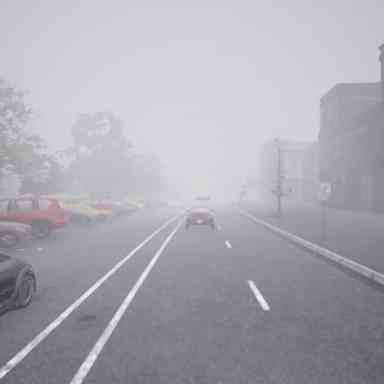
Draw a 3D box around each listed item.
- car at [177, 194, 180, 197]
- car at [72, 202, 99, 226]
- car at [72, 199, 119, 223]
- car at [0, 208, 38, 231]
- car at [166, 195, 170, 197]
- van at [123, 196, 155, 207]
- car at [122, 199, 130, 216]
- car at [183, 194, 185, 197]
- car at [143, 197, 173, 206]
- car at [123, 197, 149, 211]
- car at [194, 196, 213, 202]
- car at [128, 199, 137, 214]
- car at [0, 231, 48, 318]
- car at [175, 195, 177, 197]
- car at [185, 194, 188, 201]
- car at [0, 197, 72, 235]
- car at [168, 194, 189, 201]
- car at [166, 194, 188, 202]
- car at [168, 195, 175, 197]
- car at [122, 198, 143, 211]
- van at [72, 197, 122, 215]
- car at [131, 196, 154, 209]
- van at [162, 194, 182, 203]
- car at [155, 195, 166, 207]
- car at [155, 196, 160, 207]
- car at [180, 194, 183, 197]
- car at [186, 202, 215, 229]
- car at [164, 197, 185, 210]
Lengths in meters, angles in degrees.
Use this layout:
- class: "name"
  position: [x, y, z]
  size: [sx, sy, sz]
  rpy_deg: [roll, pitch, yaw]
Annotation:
- class: "car"
  position: [-5.675, 1.698, 73.185]
  size: [4.553, 1.767, 2.185]
  rpy_deg: [-1, 0, -15]
- class: "car"
  position: [-9.031, 1.643, 22.870]
  size: [4.674, 1.452, 2.002]
  rpy_deg: [-1, -1, -18]
- class: "car"
  position: [-8.744, 1.617, 25.897]
  size: [5.366, 1.575, 1.946]
  rpy_deg: [-1, -1, -18]
- class: "car"
  position: [-9.290, 1.591, 13.963]
  size: [4.674, 1.452, 2.002]
  rpy_deg: [-1, -1, -19]
- class: "car"
  position: [-6.946, 1.805, 58.418]
  size: [4.892, 1.521, 2.231]
  rpy_deg: [-1, -1, -15]
- class: "van"
  position: [-7.941, 1.533, 46.528]
  size: [4.442, 1.987, 1.878]
  rpy_deg: [-1, 0, -16]
- class: "car"
  position: [-8.664, 1.704, 31.772]
  size: [4.674, 1.452, 2.002]
  rpy_deg: [-1, 0, -18]
- class: "car"
  position: [-5.154, 1.569, 79.081]
  size: [5.566, 2.045, 2.435]
  rpy_deg: [-1, 0, -15]
- class: "car"
  position: [-6.609, 1.817, 64.290]
  size: [5.366, 1.575, 1.946]
  rpy_deg: [-1, 0, -15]
- class: "car"
  position: [-8.379, 1.723, 40.580]
  size: [5.366, 1.575, 1.946]
  rpy_deg: [-1, 0, -17]
- class: "car"
  position: [1.409, 1.452, 40.895]
  size: [2.150, 2.045, 5.566]
  rpy_deg: [0, 0, 4]
- class: "car"
  position: [-8.500, 1.725, 34.722]
  size: [4.674, 1.452, 2.002]
  rpy_deg: [0, -1, -17]
- class: "car"
  position: [-4.191, 1.584, 5.129]
  size: [1.994, 1.385, 4.181]
  rpy_deg: [0, 0, 1]
- class: "car"
  position: [-6.194, 1.851, 67.280]
  size: [4.792, 1.488, 2.163]
  rpy_deg: [-1, 0, -15]
- class: "car"
  position: [-4.167, 1.797, 87.998]
  size: [5.366, 1.575, 1.946]
  rpy_deg: [-1, 0, -15]
- class: "car"
  position: [-9.243, 1.317, 16.919]
  size: [5.566, 2.045, 2.435]
  rpy_deg: [-1, 0, -19]
- class: "car"
  position: [-3.842, 1.537, 93.817]
  size: [5.566, 2.045, 2.435]
  rpy_deg: [-1, 0, -15]
- class: "car"
  position: [-4.054, 1.543, 90.896]
  size: [5.566, 2.045, 2.435]
  rpy_deg: [-1, 0, -15]
- class: "car"
  position: [-6.510, 1.806, 61.429]
  size: [5.366, 1.575, 1.946]
  rpy_deg: [-1, -1, -15]
- class: "car"
  position: [-8.359, 1.745, 37.667]
  size: [4.674, 1.452, 2.002]
  rpy_deg: [-1, 0, -17]
- class: "van"
  position: [-8.692, 1.416, 28.846]
  size: [4.442, 1.987, 1.878]
  rpy_deg: [-1, -1, -18]
- class: "car"
  position: [-8.013, 1.741, 43.597]
  size: [5.008, 1.535, 2.097]
  rpy_deg: [-1, 0, -17]
- class: "van"
  position: [-4.973, 1.591, 82.002]
  size: [4.442, 1.987, 1.878]
  rpy_deg: [-1, 0, -15]
- class: "car"
  position: [-7.150, 1.669, 55.462]
  size: [4.553, 1.767, 2.185]
  rpy_deg: [-1, 0, -16]
- class: "car"
  position: [-7.623, 1.811, 49.529]
  size: [4.674, 1.452, 2.002]
  rpy_deg: [-1, -1, -16]
- class: "car"
  position: [-5.390, 1.822, 76.146]
  size: [5.008, 1.535, 2.097]
  rpy_deg: [-1, 0, -15]
- class: "car"
  position: [0.554, 1.637, 22.625]
  size: [1.812, 1.442, 4.674]
  rpy_deg: [0, 0, 2]
- class: "car"
  position: [-2.445, 1.798, 48.309]
  size: [1.812, 1.442, 4.674]
  rpy_deg: [0, 0, 4]
